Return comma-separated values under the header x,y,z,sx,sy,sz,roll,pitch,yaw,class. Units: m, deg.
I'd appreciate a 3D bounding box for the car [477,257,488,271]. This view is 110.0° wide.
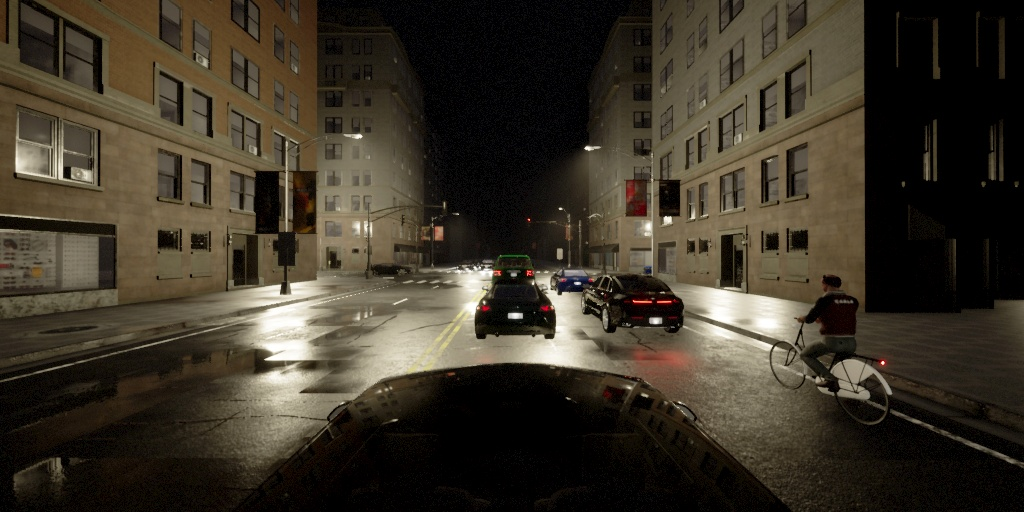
x,y,z,sx,sy,sz,roll,pitch,yaw,class
-3.400,1.260,51.033,2.128,1.511,4.902,0,0,0,car

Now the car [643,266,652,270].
x,y,z,sx,sy,sz,roll,pitch,yaw,class
16.361,1.291,37.627,5.008,1.535,1.882,0,0,0,car

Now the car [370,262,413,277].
x,y,z,sx,sy,sz,roll,pitch,yaw,class
-11.915,1.311,35.214,4.181,1.385,1.994,0,0,-6,car

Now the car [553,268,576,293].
x,y,z,sx,sy,sz,roll,pitch,yaw,class
3.228,1.318,19.632,1.994,1.385,4.181,0,0,0,car

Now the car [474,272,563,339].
x,y,z,sx,sy,sz,roll,pitch,yaw,class
0.086,1.315,10.069,1.994,1.385,4.181,0,0,0,car

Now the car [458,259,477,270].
x,y,z,sx,sy,sz,roll,pitch,yaw,class
-6.648,1.294,52.288,1.812,1.442,4.674,0,0,0,car

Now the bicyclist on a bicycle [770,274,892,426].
x,y,z,sx,sy,sz,roll,pitch,yaw,class
4.140,1.121,4.851,0.659,1.776,1.843,0,0,0,bicyclist on a bicycle

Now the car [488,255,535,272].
x,y,z,sx,sy,sz,roll,pitch,yaw,class
0.078,0.975,19.482,2.150,2.045,5.566,0,0,0,car

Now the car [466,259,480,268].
x,y,z,sx,sy,sz,roll,pitch,yaw,class
-6.646,1.276,61.299,1.837,1.490,4.892,0,0,0,car

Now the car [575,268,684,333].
x,y,z,sx,sy,sz,roll,pitch,yaw,class
3.336,1.256,10.736,1.837,1.490,4.892,0,0,0,car
